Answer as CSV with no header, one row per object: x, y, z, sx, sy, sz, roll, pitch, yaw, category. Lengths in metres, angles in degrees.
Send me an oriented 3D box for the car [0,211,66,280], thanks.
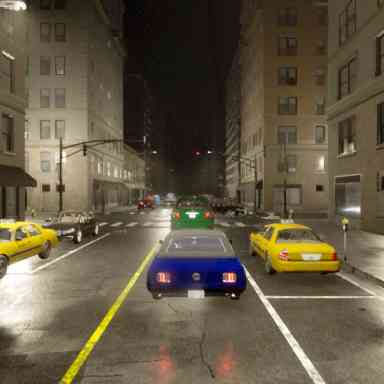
-5.659,1.526,9.966,1.752,1.417,4.829,0,0,0,car

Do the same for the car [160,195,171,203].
-5.599,1.468,69.942,1.967,1.590,4.097,0,0,0,car

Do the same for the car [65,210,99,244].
-5.653,1.552,15.661,2.008,1.369,4.403,0,0,0,car

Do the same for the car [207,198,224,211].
2.899,1.558,42.426,1.887,1.381,4.507,0,0,0,car

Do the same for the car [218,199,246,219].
2.329,1.478,29.374,4.902,1.511,2.128,0,1,28,car

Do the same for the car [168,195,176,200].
-5.577,1.592,91.947,2.008,1.369,4.403,0,0,0,car

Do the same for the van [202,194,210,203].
2.926,1.369,69.933,1.690,1.788,3.998,0,0,0,van

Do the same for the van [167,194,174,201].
-5.583,1.379,86.447,1.690,1.788,3.998,0,0,0,van

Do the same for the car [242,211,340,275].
2.867,1.526,10.297,1.752,1.417,4.829,0,0,0,car

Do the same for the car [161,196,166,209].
-3.050,1.506,46.148,2.128,1.511,4.902,0,0,0,car

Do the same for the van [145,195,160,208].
-5.622,1.357,47.936,1.690,1.788,3.998,0,0,0,van

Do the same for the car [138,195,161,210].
-5.627,1.328,42.435,2.192,1.841,5.009,0,0,0,car

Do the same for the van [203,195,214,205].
2.915,1.363,58.930,1.690,1.788,3.998,0,0,0,van

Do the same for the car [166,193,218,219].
0.018,1.224,18.125,2.150,2.045,5.566,0,0,0,car

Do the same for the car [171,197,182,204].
-2.973,1.627,65.044,1.895,1.301,4.718,0,0,1,car

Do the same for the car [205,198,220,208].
2.904,1.582,47.927,1.947,1.339,4.313,0,0,0,car

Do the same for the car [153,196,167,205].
-5.611,1.463,58.939,1.967,1.590,4.097,0,0,0,car

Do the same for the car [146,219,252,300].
0.091,1.601,8.358,1.895,1.301,4.718,0,0,0,car
